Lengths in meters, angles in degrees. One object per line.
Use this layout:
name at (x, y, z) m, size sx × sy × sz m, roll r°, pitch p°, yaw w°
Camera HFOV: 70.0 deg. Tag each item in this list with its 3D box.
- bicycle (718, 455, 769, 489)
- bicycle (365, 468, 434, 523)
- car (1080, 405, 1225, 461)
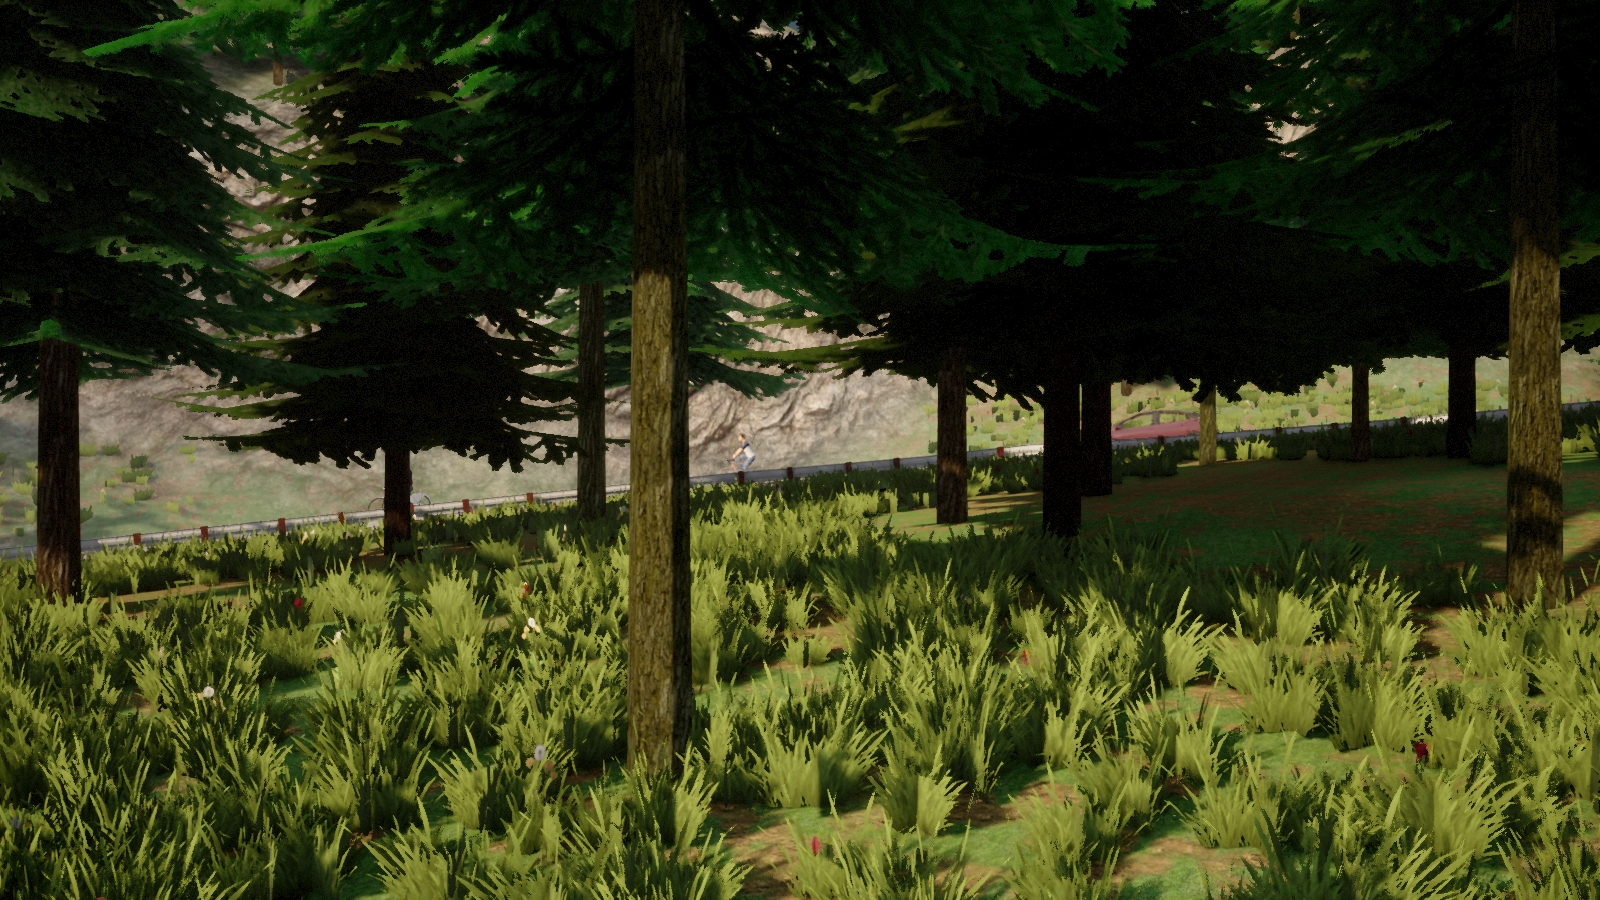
bicycle at (-1.927, 0.747, 38.914) m, size 1.643 × 1.024 × 0.373 m, roll -5°, pitch 1°, yaw -11°
bicycle at (-12.075, 1.355, 34.490) m, size 1.835 × 1.471 × 0.329 m, roll -5°, pitch 2°, yaw -29°
car at (11.998, -0.558, 39.030) m, size 4.514 × 1.525 × 2.007 m, roll -4°, pitch -1°, yaw 18°
